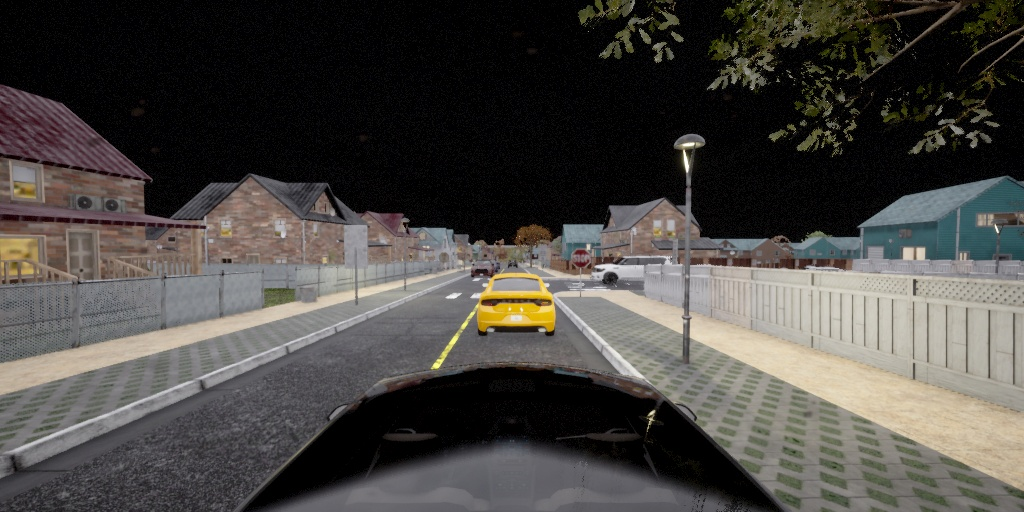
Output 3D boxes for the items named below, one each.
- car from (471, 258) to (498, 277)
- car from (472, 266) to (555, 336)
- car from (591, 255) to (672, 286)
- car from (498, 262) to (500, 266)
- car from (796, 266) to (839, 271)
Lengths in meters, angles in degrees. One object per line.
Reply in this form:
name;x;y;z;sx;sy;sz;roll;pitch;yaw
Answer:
car;-2.826;1.153;35.555;2.097;1.767;4.553;0;0;0
car;0.118;1.227;10.433;1.882;1.535;5.008;0;0;0
car;8.453;0.974;25.138;5.566;2.045;2.150;0;2;3
car;-2.818;1.196;45.519;2.097;1.767;4.553;0;0;0
car;19.782;1.387;23.604;4.674;1.442;1.812;1;2;12
